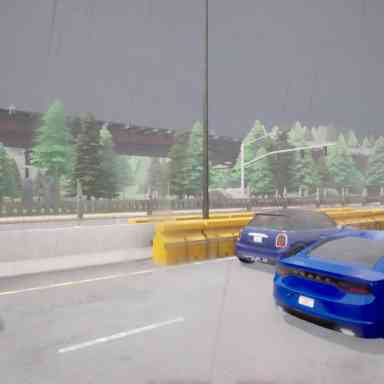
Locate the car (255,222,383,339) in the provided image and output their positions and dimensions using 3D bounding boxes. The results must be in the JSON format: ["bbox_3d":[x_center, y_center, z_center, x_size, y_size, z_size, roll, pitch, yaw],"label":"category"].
[{"bbox_3d":[3.713,1.478,6.401,5.008,1.535,1.882,0,0,-36],"label":"car"}]

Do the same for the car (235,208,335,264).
[{"bbox_3d":[3.583,1.352,10.610,4.553,1.767,2.097,0,0,-36],"label":"car"}]
